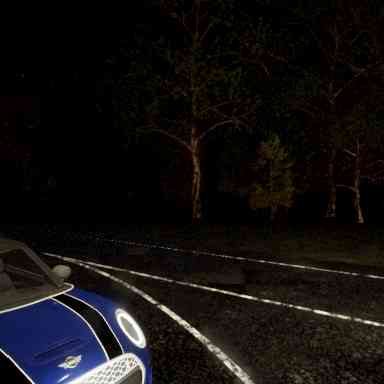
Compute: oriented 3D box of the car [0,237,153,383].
[{"bbox_3d":[-2.596,1.338,3.735,4.553,1.767,2.097,1,0,35],"label":"car"}]
